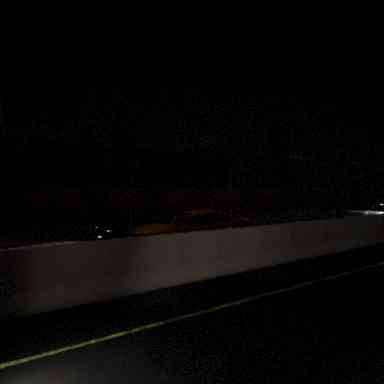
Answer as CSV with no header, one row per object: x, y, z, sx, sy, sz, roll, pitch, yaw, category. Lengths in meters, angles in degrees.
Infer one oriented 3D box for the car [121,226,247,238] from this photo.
0.028,1.423,12.595,5.008,1.535,1.882,0,0,-35,car

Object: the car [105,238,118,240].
-1.751,1.489,15.624,5.357,1.411,2.033,0,0,-35,car
